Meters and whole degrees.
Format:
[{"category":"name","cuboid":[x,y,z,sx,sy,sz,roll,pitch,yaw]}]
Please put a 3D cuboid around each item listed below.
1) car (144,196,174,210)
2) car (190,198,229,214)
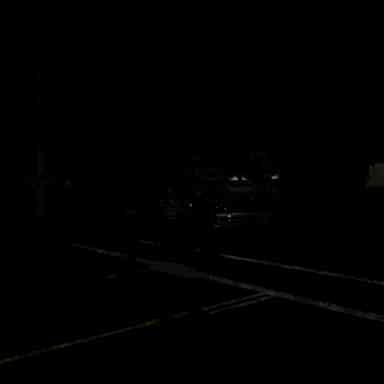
[{"category":"car","cuboid":[-4.260,1.242,42.080,2.097,1.767,4.553,-1,0,-37]},{"category":"car","cuboid":[1.736,1.384,34.108,1.837,1.490,4.892,-1,0,-37]}]
